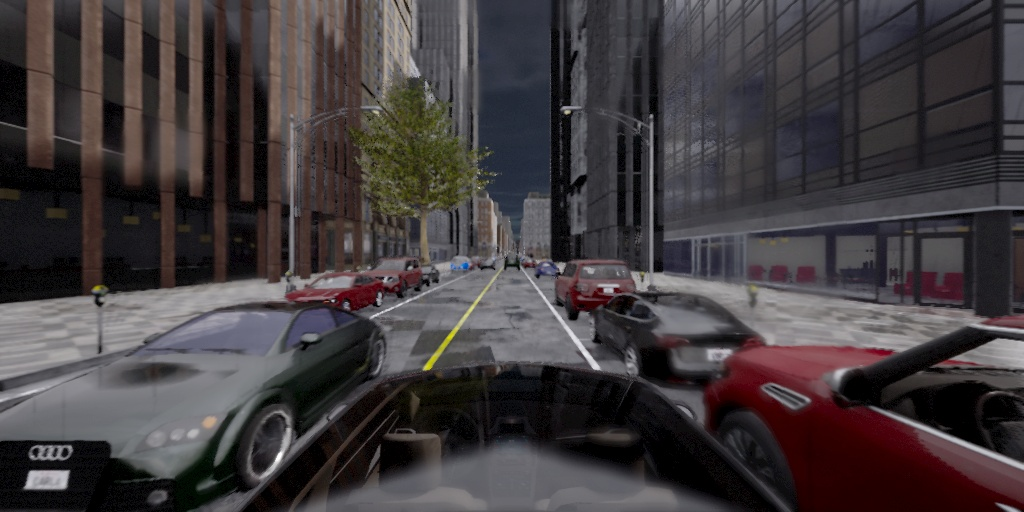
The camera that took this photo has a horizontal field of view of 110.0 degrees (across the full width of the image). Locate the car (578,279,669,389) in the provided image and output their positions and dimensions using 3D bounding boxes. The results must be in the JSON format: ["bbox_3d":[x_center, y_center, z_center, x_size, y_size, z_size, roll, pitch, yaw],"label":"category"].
[{"bbox_3d":[2.666,1.298,6.670,1.948,1.339,4.313,0,0,0],"label":"car"}]

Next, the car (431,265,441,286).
[{"bbox_3d":[-5.863,1.238,23.595,1.948,1.339,4.313,0,0,0],"label":"car"}]

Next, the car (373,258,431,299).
[{"bbox_3d":[-5.862,1.007,17.955,2.192,1.841,5.009,0,0,0],"label":"car"}]

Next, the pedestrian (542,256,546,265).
[{"bbox_3d":[2.992,0.937,34.184,0.375,1.860,0.375,0,0,-15],"label":"pedestrian"}]

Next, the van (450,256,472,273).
[{"bbox_3d":[-5.868,0.973,40.511,1.690,1.789,3.998,0,0,0],"label":"van"}]

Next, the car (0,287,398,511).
[{"bbox_3d":[-3.101,1.304,4.385,1.994,1.385,4.181,0,0,0],"label":"car"}]

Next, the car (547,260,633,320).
[{"bbox_3d":[2.665,1.027,12.309,2.192,1.841,5.009,0,0,0],"label":"car"}]

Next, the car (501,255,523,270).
[{"bbox_3d":[0.008,0.842,48.543,2.150,2.045,5.566,0,0,0],"label":"car"}]

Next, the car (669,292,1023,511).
[{"bbox_3d":[2.668,1.068,1.032,2.192,1.841,5.009,0,0,0],"label":"car"}]

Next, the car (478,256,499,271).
[{"bbox_3d":[-3.095,1.127,46.572,1.837,1.490,4.892,0,1,0],"label":"car"}]

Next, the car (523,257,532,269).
[{"bbox_3d":[2.655,1.162,51.779,1.888,1.381,4.507,0,0,0],"label":"car"}]

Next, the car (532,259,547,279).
[{"bbox_3d":[2.993,1.176,31.348,1.812,1.442,4.674,0,0,0],"label":"car"}]

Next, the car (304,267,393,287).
[{"bbox_3d":[-5.861,1.257,12.315,1.888,1.381,4.507,0,0,0],"label":"car"}]

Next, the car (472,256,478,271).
[{"bbox_3d":[-5.869,1.064,46.150,1.967,1.591,4.097,0,0,0],"label":"car"}]
